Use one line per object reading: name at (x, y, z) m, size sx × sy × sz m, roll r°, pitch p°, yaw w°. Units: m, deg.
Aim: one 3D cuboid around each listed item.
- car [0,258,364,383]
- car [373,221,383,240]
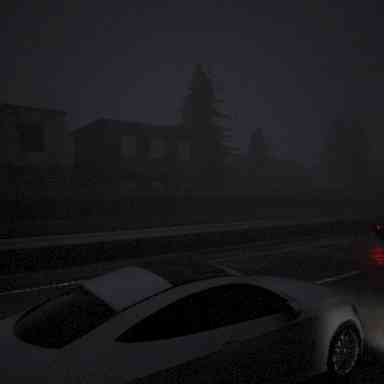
car at (0.059, 1.525, 3.789) m, size 4.674 × 1.442 × 1.812 m, roll 0°, pitch 0°, yaw -36°
car at (10.497, 1.599, 15.536) m, size 4.718 × 1.301 × 1.895 m, roll 0°, pitch 0°, yaw -36°
